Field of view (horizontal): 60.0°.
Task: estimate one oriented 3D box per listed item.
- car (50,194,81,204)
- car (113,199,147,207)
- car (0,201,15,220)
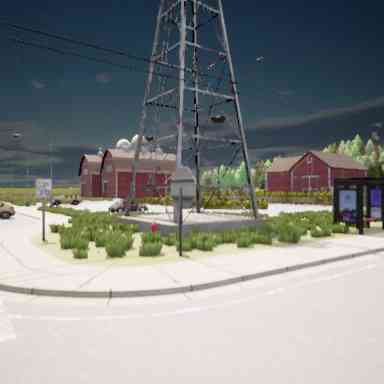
[{"bbox_3d":[-19.988,1.249,52.591,4.605,1.855,1.932,0,0,-36],"label":"car"},{"bbox_3d":[-6.573,1.463,34.553,3.905,1.438,1.784,0,0,-36],"label":"car"},{"bbox_3d":[-16.253,1.446,25.995,4.193,1.474,1.816,0,0,-36],"label":"car"}]
